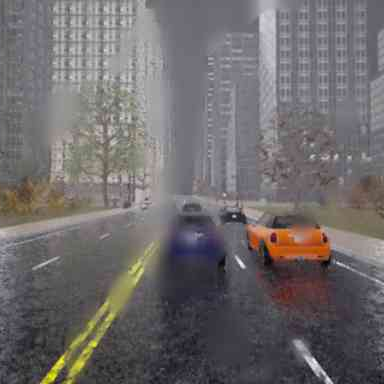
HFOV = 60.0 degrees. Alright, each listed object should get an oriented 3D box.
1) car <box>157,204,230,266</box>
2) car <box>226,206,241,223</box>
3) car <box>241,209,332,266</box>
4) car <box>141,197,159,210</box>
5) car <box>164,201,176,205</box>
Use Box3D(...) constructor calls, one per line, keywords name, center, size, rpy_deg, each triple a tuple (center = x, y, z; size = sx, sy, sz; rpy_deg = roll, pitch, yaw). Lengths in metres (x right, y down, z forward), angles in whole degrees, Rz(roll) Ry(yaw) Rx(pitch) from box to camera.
Box3D(name="car", center=(0.041, 1.487, 12.222), size=(2.097, 1.767, 4.553), rpy_deg=(0, -1, 0))
Box3D(name="car", center=(3.295, 1.862, 27.649), size=(1.994, 1.385, 4.181), rpy_deg=(0, 0, 1))
Box3D(name="car", center=(3.291, 1.487, 12.224), size=(2.097, 1.767, 4.553), rpy_deg=(0, -1, 0))
Box3D(name="car", center=(-6.537, 1.765, 52.308), size=(2.150, 2.045, 5.566), rpy_deg=(0, -1, 1))
Box3D(name="car", center=(-3.301, 2.092, 50.801), size=(1.994, 1.385, 4.181), rpy_deg=(0, -1, 0))
